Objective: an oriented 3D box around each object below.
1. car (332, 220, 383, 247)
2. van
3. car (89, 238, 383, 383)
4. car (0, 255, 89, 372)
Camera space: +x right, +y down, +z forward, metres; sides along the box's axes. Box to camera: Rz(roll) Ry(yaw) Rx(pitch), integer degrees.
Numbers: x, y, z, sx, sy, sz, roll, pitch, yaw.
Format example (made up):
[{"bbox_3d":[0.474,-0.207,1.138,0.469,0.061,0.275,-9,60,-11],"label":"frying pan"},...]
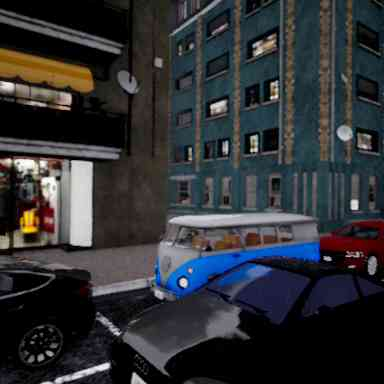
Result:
[{"bbox_3d":[5.603,1.624,10.550,4.507,1.381,1.887,1,0,-36],"label":"car"},{"bbox_3d":[1.109,1.379,7.342,3.998,1.788,1.690,1,0,-36],"label":"van"},{"bbox_3d":[1.141,1.588,4.193,4.181,1.385,1.994,1,0,-36],"label":"car"},{"bbox_3d":[-3.390,1.562,4.134,4.313,1.339,1.947,1,0,-36],"label":"car"}]
